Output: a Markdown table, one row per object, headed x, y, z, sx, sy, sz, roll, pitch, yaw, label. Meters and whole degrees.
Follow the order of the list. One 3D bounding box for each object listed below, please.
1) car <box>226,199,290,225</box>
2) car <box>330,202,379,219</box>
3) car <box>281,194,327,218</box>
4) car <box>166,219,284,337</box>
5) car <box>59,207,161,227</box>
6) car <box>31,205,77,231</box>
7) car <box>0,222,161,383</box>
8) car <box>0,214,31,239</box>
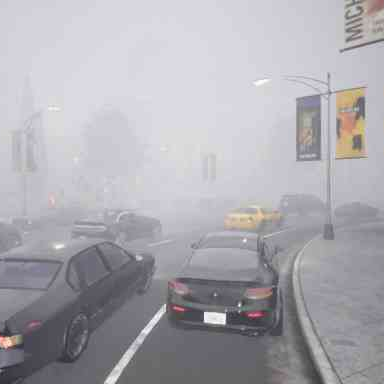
| x | y | z | sx | sy | sz | roll | pitch | yaw | label |
| --- | --- | --- | --- | --- | --- | --- | --- | --- | --- |
| 3.925 | 1.457 | 19.856 | 1.801 | 1.575 | 5.366 | 0 | 0 | 35 | car |
| 14.384 | 1.567 | 28.972 | 4.181 | 1.385 | 1.994 | 0 | 0 | -32 | car |
| 10.446 | 1.223 | 30.736 | 5.566 | 2.045 | 2.150 | 0 | 0 | -34 | car |
| 0.836 | 1.525 | 6.696 | 1.812 | 1.442 | 4.674 | 0 | 0 | 13 | car |
| -3.050 | 1.490 | 14.489 | 2.128 | 1.511 | 4.902 | 0 | 0 | 23 | car |
| -8.190 | 1.544 | 20.525 | 2.033 | 1.411 | 5.357 | 0 | 0 | 28 | car |
| -2.167 | 1.546 | 5.880 | 2.033 | 1.411 | 5.357 | 0 | 0 | 10 | car |
| -8.057 | 1.561 | 11.436 | 1.994 | 1.385 | 4.181 | 0 | 0 | 18 | car |
